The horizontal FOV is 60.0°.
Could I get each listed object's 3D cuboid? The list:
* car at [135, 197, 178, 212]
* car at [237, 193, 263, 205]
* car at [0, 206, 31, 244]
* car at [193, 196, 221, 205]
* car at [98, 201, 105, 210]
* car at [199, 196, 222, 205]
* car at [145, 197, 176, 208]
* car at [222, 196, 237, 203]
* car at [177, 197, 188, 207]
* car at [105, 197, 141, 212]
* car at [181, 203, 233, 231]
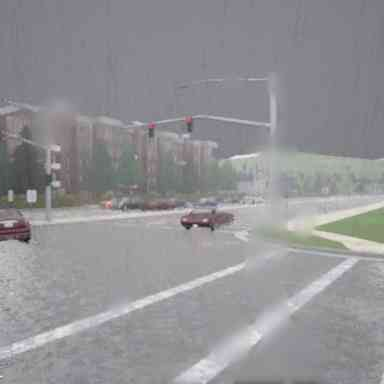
[{"bbox_3d":[-4.149,1.646,39.587,1.895,1.301,4.718,0,0,35],"label":"car"},{"bbox_3d":[11.057,1.267,61.170,2.150,2.045,5.566,0,0,36],"label":"car"},{"bbox_3d":[-9.231,1.380,14.874,4.553,1.767,2.097,0,0,36],"label":"car"},{"bbox_3d":[1.950,1.570,48.270,1.812,1.442,4.674,0,0,35],"label":"car"},{"bbox_3d":[-9.976,1.409,43.454,2.097,1.767,4.553,0,0,35],"label":"car"},{"bbox_3d":[3.548,1.534,62.652,1.882,1.535,5.008,0,0,36],"label":"car"},{"bbox_3d":[-4.776,1.547,50.871,2.128,1.511,4.902,0,0,35],"label":"car"},{"bbox_3d":[7.346,1.543,61.973,2.128,1.511,4.902,0,0,36],"label":"car"},{"bbox_3d":[-2.464,1.554,48.080,1.837,1.490,4.892,0,0,35],"label":"car"},{"bbox_3d":[-7.784,1.403,40.496,2.097,1.767,4.553,0,0,35],"label":"car"},{"bbox_3d":[1.111,1.620,20.889,1.895,1.301,4.718,0,0,24],"label":"car"}]
